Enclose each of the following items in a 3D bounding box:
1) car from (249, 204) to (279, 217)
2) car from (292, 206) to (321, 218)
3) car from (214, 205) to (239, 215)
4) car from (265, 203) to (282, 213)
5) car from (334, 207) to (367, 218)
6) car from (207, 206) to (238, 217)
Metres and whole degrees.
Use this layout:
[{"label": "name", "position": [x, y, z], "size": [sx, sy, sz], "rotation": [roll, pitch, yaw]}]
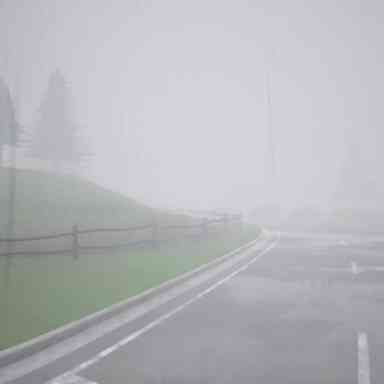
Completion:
[{"label": "car", "position": [10.780, 3.100, 51.916], "size": [2.128, 1.511, 4.902], "rotation": [0, -2, -25]}, {"label": "car", "position": [16.409, 2.755, 48.066], "size": [2.097, 1.767, 4.553], "rotation": [0, -2, -18]}, {"label": "car", "position": [6.679, 3.440, 64.565], "size": [2.097, 1.767, 4.553], "rotation": [1, -3, -42]}, {"label": "car", "position": [13.884, 3.096, 61.100], "size": [2.150, 2.045, 5.566], "rotation": [1, -2, -34]}, {"label": "car", "position": [21.124, 2.702, 44.595], "size": [1.882, 1.535, 5.008], "rotation": [0, -2, -13]}, {"label": "car", "position": [4.669, 3.368, 55.812], "size": [2.033, 1.411, 5.357], "rotation": [1, -2, -35]}]
